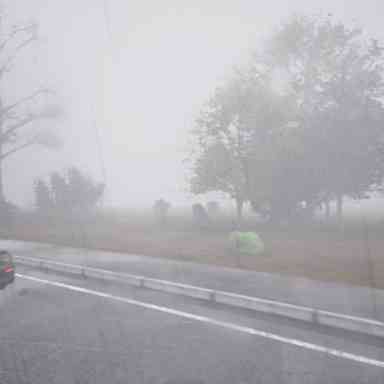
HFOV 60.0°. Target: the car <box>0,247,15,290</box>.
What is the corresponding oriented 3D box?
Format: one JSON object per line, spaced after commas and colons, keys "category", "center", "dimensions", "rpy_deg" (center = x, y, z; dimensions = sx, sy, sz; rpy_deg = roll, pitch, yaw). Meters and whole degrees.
{"category": "car", "center": [-5.944, 1.516, 7.585], "dimensions": [4.674, 1.442, 1.812], "rpy_deg": [0, 0, 31]}
